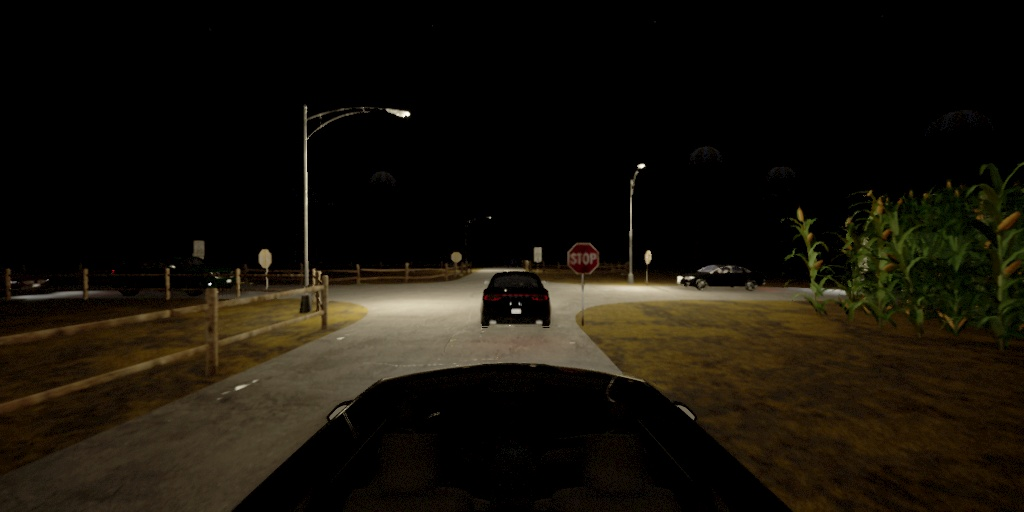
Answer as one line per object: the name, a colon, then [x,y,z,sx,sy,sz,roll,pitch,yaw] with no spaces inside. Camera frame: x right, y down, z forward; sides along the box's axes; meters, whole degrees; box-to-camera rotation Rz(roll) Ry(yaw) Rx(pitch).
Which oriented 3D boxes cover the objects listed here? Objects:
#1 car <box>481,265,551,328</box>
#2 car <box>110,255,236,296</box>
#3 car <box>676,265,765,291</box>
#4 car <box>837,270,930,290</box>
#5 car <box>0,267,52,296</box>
car: [0.104,1.208,11.359,1.882,1.535,5.008,0,0,0]
car: [-17.741,0.974,19.001,5.566,2.045,2.150,0,1,0]
car: [12.608,1.281,21.823,4.902,1.511,2.128,0,1,0]
car: [22.457,1.446,21.780,4.181,1.385,1.994,1,1,0]
car: [-27.572,1.307,19.050,4.674,1.442,1.812,0,1,0]
